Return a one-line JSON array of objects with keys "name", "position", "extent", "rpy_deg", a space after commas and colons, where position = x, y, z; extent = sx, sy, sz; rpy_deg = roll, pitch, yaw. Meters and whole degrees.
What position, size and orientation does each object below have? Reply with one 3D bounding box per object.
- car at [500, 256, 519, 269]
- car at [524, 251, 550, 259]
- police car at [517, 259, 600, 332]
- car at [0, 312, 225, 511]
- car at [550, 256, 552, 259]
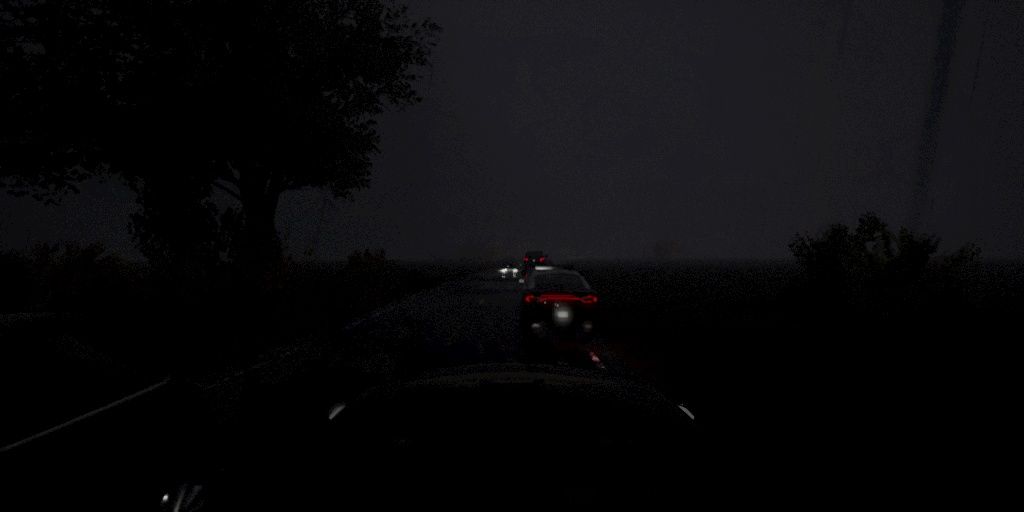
[{"name": "car", "position": [-0.061, 0.740, 41.935], "extent": [2.033, 1.411, 5.357], "rpy_deg": [0, 1, 8]}, {"name": "car", "position": [2.476, 0.483, 37.204], "extent": [2.150, 2.045, 5.566], "rpy_deg": [0, 1, 8]}, {"name": "police car", "position": [1.220, 1.056, 10.536], "extent": [1.930, 1.638, 5.238], "rpy_deg": [0, 1, 2]}, {"name": "car", "position": [-3.044, 1.117, 0.526], "extent": [2.097, 1.767, 4.553], "rpy_deg": [0, 1, 0]}, {"name": "car", "position": [4.477, 0.422, 50.311], "extent": [2.097, 1.767, 4.553], "rpy_deg": [0, 1, 11]}]
